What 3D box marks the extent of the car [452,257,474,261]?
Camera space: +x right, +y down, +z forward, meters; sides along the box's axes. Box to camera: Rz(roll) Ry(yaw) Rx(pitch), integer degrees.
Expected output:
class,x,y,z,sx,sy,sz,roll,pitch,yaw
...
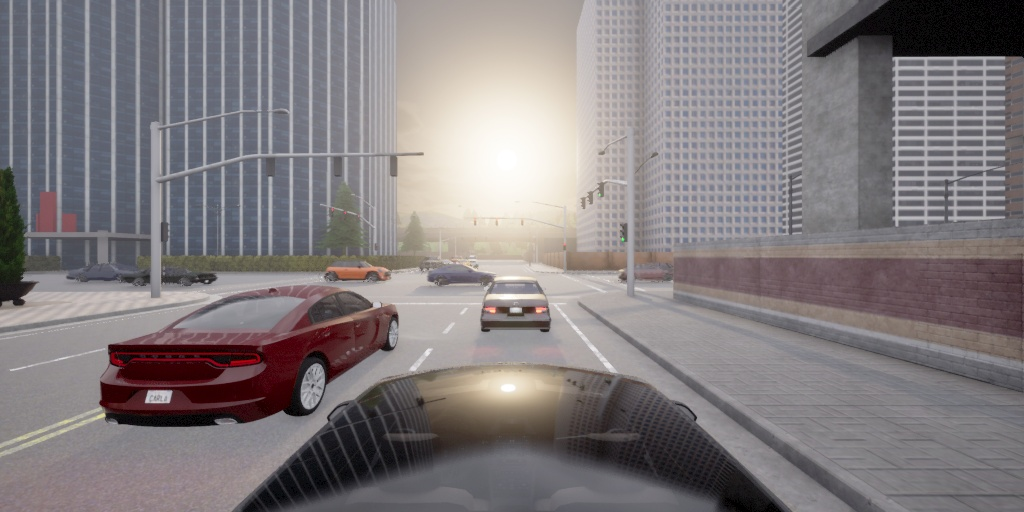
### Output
class,x,y,z,sx,sy,sz,roll,pitch,yaw
car,-7.061,1.228,52.003,1.882,1.535,5.008,0,0,0

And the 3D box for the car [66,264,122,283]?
class,x,y,z,sx,sy,sz,roll,pitch,yaw
car,-30.220,1.297,27.157,5.357,1.411,2.033,0,0,0

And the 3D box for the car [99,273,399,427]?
class,x,y,z,sx,sy,sz,roll,pitch,yaw
car,-3.440,1.228,5.988,1.882,1.535,5.008,0,0,0

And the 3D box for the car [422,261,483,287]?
class,x,y,z,sx,sy,sz,roll,pitch,yaw
car,-3.298,1.276,23.969,4.674,1.442,1.812,0,0,-1

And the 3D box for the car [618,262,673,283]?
class,x,y,z,sx,sy,sz,roll,pitch,yaw
car,10.332,1.314,27.588,4.181,1.385,1.994,0,0,0

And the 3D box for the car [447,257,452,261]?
class,x,y,z,sx,sy,sz,roll,pitch,yaw
car,-10.549,1.276,56.936,1.812,1.442,4.674,0,0,0

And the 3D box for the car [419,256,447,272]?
class,x,y,z,sx,sy,sz,roll,pitch,yaw
car,-10.568,0.972,47.397,2.150,2.045,5.566,0,0,0

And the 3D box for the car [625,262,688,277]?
class,x,y,z,sx,sy,sz,roll,pitch,yaw
car,13.914,1.297,34.780,5.357,1.411,2.033,0,0,0

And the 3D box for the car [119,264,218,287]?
class,x,y,z,sx,sy,sz,roll,pitch,yaw
car,-22.398,1.351,23.705,4.718,1.301,1.895,0,0,0

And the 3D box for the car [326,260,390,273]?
class,x,y,z,sx,sy,sz,roll,pitch,yaw
car,-11.674,1.101,27.338,4.553,1.767,2.097,0,0,-1

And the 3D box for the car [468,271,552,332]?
class,x,y,z,sx,sy,sz,roll,pitch,yaw
car,0.090,1.297,10.801,2.033,1.411,5.357,0,0,0

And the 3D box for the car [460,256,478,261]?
class,x,y,z,sx,sy,sz,roll,pitch,yaw
car,-7.028,0.972,61.844,2.150,2.045,5.566,0,0,0
